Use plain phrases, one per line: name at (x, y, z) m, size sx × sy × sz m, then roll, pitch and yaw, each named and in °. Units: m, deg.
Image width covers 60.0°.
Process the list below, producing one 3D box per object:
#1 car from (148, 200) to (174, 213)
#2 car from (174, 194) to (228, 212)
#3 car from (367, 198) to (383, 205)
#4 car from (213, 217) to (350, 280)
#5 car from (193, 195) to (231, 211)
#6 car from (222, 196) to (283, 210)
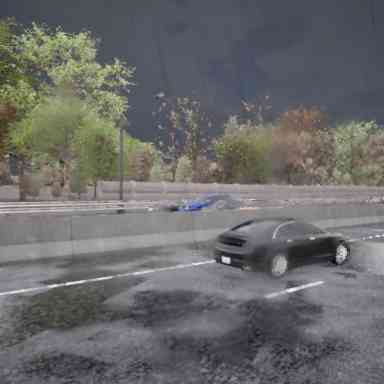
car at (-1.917, 1.527, 32.154) m, size 4.902 × 1.511 × 2.128 m, roll 0°, pitch 0°, yaw -38°
car at (1.456, 1.254, 30.821) m, size 5.566 × 2.045 × 2.150 m, roll -1°, pitch 1°, yaw -35°
car at (31.663, 1.682, 56.555) m, size 4.674 × 1.442 × 1.812 m, roll 0°, pitch 0°, yaw -35°
car at (2.862, 1.521, 10.089) m, size 4.892 × 1.490 × 1.837 m, roll 0°, pitch 0°, yaw -35°
car at (2.731, 1.389, 27.431) m, size 4.553 × 1.767 × 2.097 m, roll 0°, pitch 0°, yaw -35°
car at (4.787, 1.389, 24.598) m, size 4.553 × 1.767 × 2.097 m, roll 0°, pitch 0°, yaw -35°
